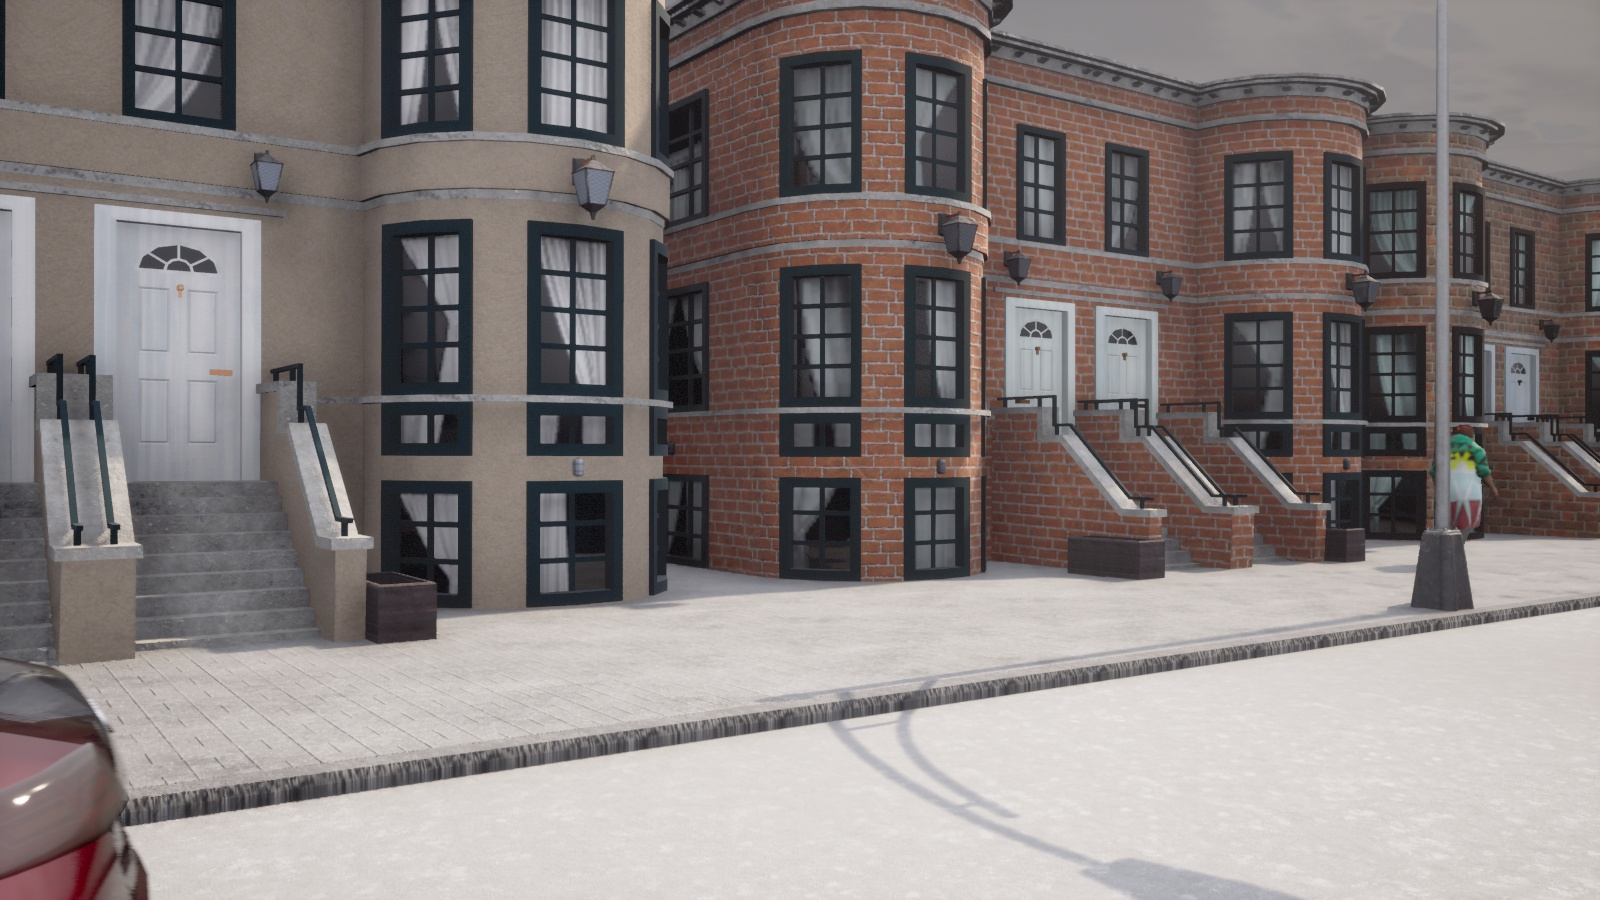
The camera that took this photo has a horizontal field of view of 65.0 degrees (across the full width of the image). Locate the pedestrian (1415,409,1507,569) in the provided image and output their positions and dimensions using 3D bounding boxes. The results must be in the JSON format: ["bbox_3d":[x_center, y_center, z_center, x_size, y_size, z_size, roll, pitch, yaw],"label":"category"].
[{"bbox_3d":[8.352,0.476,15.866,0.873,1.952,0.659,0,0,-29],"label":"pedestrian"}]

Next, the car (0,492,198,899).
[{"bbox_3d":[-3.382,0.820,1.913,4.181,1.385,1.994,0,0,-35],"label":"car"}]
